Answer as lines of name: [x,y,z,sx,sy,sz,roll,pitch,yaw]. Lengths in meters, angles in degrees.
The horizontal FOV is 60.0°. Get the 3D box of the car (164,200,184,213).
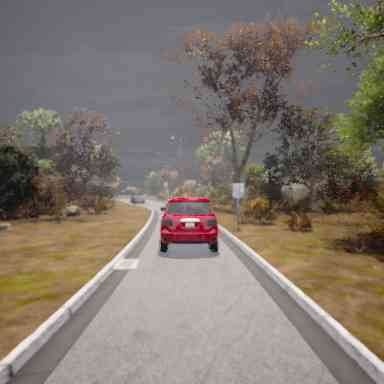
car: [-2.113,1.598,37.307,1.895,1.301,4.718,0,0,-7]

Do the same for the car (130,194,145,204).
car: [-10.081,1.550,62.942,1.994,1.385,4.181,0,0,-14]

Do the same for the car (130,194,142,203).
car: [-11.950,1.304,70.619,2.097,1.767,4.553,0,0,-14]

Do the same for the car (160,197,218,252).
car: [-0.179,1.221,14.140,2.150,2.045,5.566,0,0,-2]
